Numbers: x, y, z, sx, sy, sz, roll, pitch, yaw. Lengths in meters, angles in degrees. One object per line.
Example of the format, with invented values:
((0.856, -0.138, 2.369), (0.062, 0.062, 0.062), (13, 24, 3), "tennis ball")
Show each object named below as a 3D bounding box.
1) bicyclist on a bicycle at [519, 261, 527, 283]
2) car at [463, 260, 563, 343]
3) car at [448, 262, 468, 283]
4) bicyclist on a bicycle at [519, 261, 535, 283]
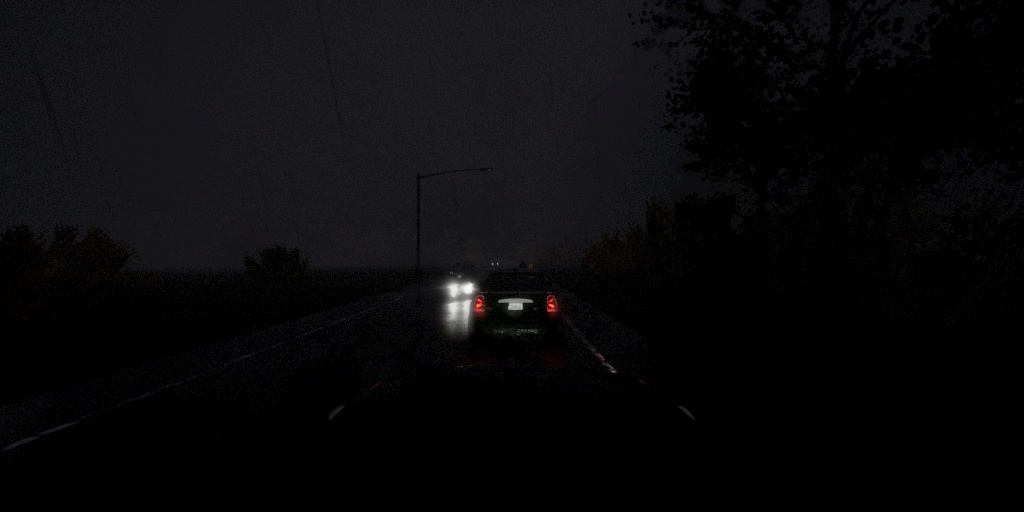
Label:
((0.839, 1.193, 27.269), (0.582, 1.620, 1.656), (0, 0, 0), "bicyclist on a bicycle")
((0.072, 1.099, 9.808), (2.097, 1.767, 4.553), (0, 0, 0), "car")
((-3.733, 1.232, 27.971), (2.128, 1.511, 4.902), (0, 0, 0), "car")
((0.902, 1.180, 17.152), (0.866, 1.612, 1.509), (0, 0, 0), "bicyclist on a bicycle")
